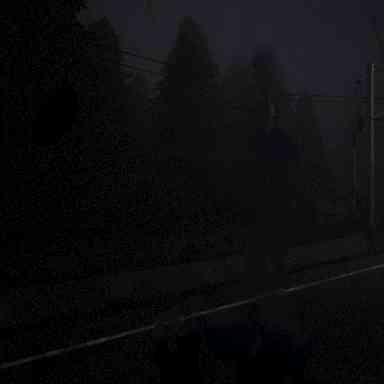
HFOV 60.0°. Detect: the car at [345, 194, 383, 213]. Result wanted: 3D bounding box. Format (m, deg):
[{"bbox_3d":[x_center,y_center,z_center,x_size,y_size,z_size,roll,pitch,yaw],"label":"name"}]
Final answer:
[{"bbox_3d":[18.029,1.218,34.219,2.150,2.045,5.566,0,0,-7],"label":"car"}]
